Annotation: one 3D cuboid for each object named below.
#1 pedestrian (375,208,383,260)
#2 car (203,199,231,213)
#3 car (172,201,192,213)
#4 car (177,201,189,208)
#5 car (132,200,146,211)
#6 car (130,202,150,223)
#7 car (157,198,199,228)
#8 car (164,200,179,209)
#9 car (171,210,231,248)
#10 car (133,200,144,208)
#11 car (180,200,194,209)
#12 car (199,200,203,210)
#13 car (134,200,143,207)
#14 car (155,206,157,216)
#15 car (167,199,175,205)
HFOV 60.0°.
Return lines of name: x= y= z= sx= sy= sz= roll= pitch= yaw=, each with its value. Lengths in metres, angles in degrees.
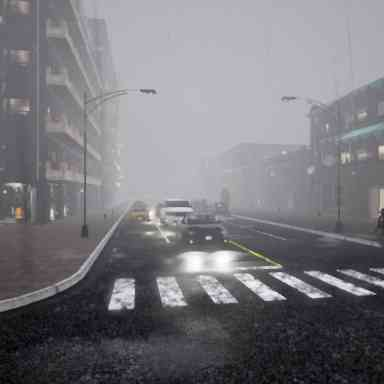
pedestrian: x=6.729 y=1.430 z=11.606 sx=0.375 sy=1.860 sz=0.375 roll=-1 pitch=0 yaw=-9
car: x=2.832 y=1.871 z=36.305 sx=1.967 sy=1.590 sz=4.097 roll=-1 pitch=-1 yaw=-9
car: x=-1.467 y=2.040 z=46.334 sx=2.128 sy=1.511 sz=4.902 roll=0 pitch=-1 yaw=-9
car: x=-1.825 y=2.354 z=64.302 sx=1.802 sy=1.307 sz=4.206 roll=-1 pitch=-1 yaw=-9
car: x=-8.250 y=2.057 z=51.760 sx=1.967 sy=1.590 sz=4.097 roll=-1 pitch=-1 yaw=-9
car: x=-4.578 y=1.868 z=29.178 sx=1.752 sy=1.417 sz=4.829 roll=-1 pitch=-1 yaw=-9
car: x=-1.187 y=1.516 z=25.072 sx=2.150 sy=2.045 sz=5.566 roll=0 pitch=-1 yaw=-9
car: x=-3.708 y=2.208 z=59.852 sx=2.128 sy=1.511 sz=4.902 roll=0 pitch=-1 yaw=-9
car: x=0.368 y=1.746 z=15.676 sx=1.994 sy=1.385 sz=4.181 roll=0 pitch=-1 yaw=-9
car: x=-10.098 y=2.320 z=62.961 sx=1.947 sy=1.339 sz=4.313 roll=-1 pitch=-1 yaw=-9
car: x=-0.926 y=2.231 z=58.870 sx=1.752 sy=1.417 sz=4.829 roll=-1 pitch=-1 yaw=-9
car: x=1.885 y=2.081 z=41.899 sx=1.802 sy=1.307 sz=4.206 roll=-1 pitch=-1 yaw=-9
car: x=-11.025 y=2.367 z=68.562 sx=1.887 sy=1.381 sz=4.507 roll=-1 pitch=-1 yaw=-9
car: x=-2.878 y=1.896 z=35.373 sx=1.882 sy=1.535 sz=5.008 roll=0 pitch=-1 yaw=-9
car: x=-5.563 y=2.576 z=86.873 sx=1.752 sy=1.417 sz=4.829 roll=-1 pitch=-1 yaw=-9
